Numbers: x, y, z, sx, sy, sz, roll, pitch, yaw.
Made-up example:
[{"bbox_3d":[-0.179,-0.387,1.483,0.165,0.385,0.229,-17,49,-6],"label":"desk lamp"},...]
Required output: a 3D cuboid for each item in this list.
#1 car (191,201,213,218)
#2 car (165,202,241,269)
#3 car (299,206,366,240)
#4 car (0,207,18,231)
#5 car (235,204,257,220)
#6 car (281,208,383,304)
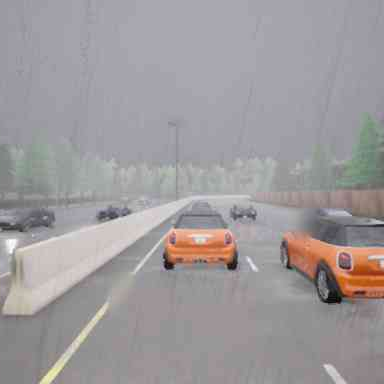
[{"bbox_3d":[0.944,1.674,32.449,1.994,1.385,4.181,0,0,2],"label":"car"},{"bbox_3d":[0.296,1.390,11.460,2.097,1.767,4.553,0,0,1],"label":"car"},{"bbox_3d":[7.494,1.588,18.297,1.812,1.442,4.674,0,0,2],"label":"car"},{"bbox_3d":[-10.152,1.614,20.319,2.033,1.411,5.357,0,0,2],"label":"car"},{"bbox_3d":[4.326,1.698,28.783,1.895,1.301,4.718,0,0,2],"label":"car"},{"bbox_3d":[3.720,1.380,8.350,2.097,1.767,4.553,0,0,1],"label":"car"}]
